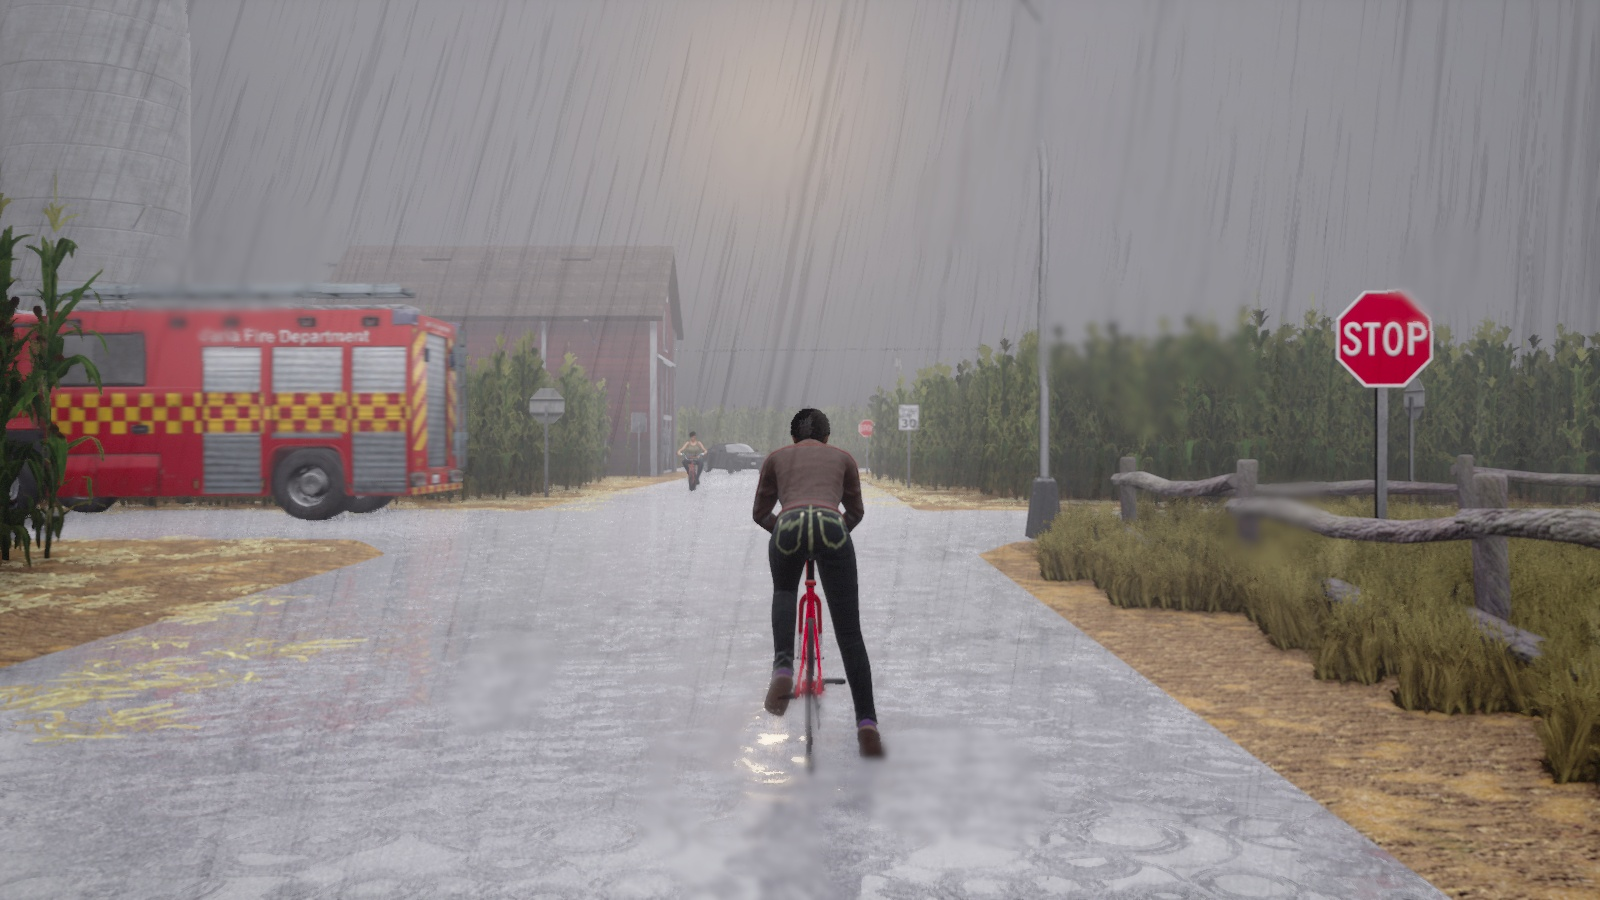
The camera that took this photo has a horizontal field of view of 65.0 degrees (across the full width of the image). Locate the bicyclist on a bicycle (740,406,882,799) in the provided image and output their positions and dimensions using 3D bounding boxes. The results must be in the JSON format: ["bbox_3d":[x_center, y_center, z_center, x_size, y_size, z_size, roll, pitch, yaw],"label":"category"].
[{"bbox_3d":[0.049,0.623,6.008,0.582,1.620,1.656,0,0,0],"label":"bicyclist on a bicycle"}]

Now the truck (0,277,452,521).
[{"bbox_3d":[-10.539,-0.798,21.280,8.468,3.827,2.891,0,0,1],"label":"truck"}]

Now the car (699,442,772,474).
[{"bbox_3d":[-3.239,0.365,62.008,1.882,1.535,5.008,0,0,-24],"label":"car"}]

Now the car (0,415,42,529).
[{"bbox_3d":[-14.033,0.323,18.222,4.856,1.649,2.033,0,0,1],"label":"car"}]

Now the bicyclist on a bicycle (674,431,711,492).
[{"bbox_3d":[-2.884,0.303,33.768,0.866,1.612,1.509,0,0,0],"label":"bicyclist on a bicycle"}]
